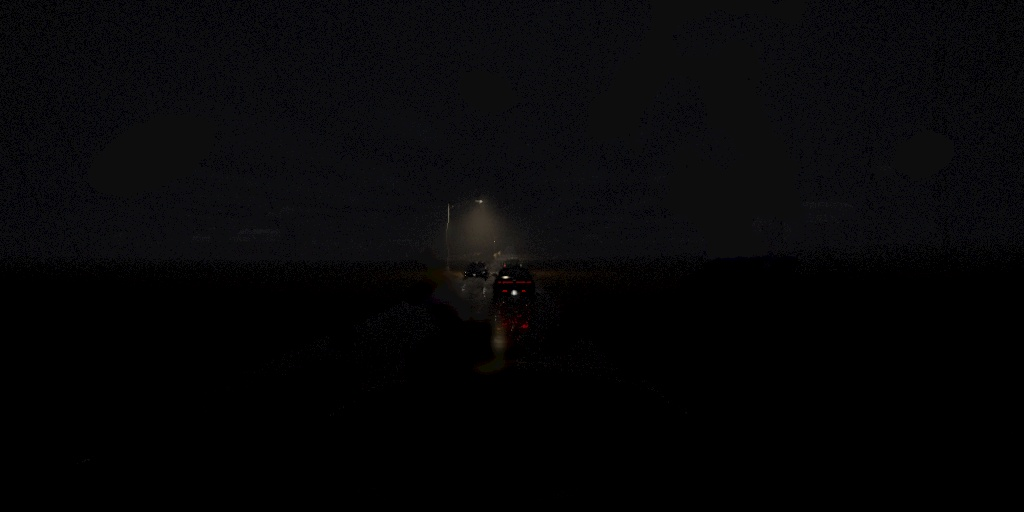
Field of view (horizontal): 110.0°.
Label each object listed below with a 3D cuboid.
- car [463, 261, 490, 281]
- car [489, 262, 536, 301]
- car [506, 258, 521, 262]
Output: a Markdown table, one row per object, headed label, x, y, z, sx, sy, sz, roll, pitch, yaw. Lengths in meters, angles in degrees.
| label | x | y | z | sx | sy | sz | roll | pitch | yaw |
| --- | --- | --- | --- | --- | --- | --- | --- | --- | --- |
| car | -2.848 | 1.179 | 29.418 | 1.837 | 1.490 | 4.892 | 0 | 0 | 0 |
| car | 0.097 | 1.226 | 17.056 | 1.837 | 1.490 | 4.892 | 0 | 1 | 0 |
| car | 0.100 | 0.986 | 37.040 | 2.097 | 1.767 | 4.553 | 0 | 0 | 0 |
